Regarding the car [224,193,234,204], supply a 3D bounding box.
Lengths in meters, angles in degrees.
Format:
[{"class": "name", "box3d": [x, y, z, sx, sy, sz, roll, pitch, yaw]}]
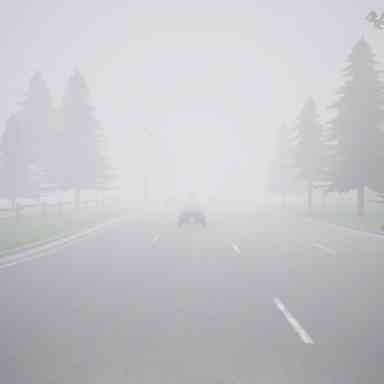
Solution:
[{"class": "car", "box3d": [6.997, 1.166, 63.142, 2.150, 2.045, 5.566, 0, 0, 0]}]

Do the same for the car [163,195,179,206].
[{"class": "car", "box3d": [-3.503, 1.503, 52.692, 2.033, 1.411, 5.357, 0, 0, 0]}]

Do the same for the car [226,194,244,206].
[{"class": "car", "box3d": [6.997, 1.481, 53.109, 1.812, 1.442, 4.674, 0, 0, 0]}]

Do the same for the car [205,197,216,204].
[{"class": "car", "box3d": [3.497, 1.547, 63.142, 1.895, 1.301, 4.718, 0, 0, 0]}]

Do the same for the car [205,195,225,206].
[{"class": "car", "box3d": [3.497, 1.447, 52.692, 2.128, 1.511, 4.902, 0, 0, 0]}]

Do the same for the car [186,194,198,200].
[{"class": "car", "box3d": [-0.003, 1.519, 53.108, 1.994, 1.385, 4.181, 0, 0, 0]}]

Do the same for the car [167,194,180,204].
[{"class": "car", "box3d": [-3.503, 1.299, 63.081, 2.097, 1.767, 4.553, 0, 0, 0]}]

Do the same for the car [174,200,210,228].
[{"class": "car", "box3d": [-0.001, 1.507, 22.079, 1.812, 1.442, 4.674, 0, 0, 0]}]
